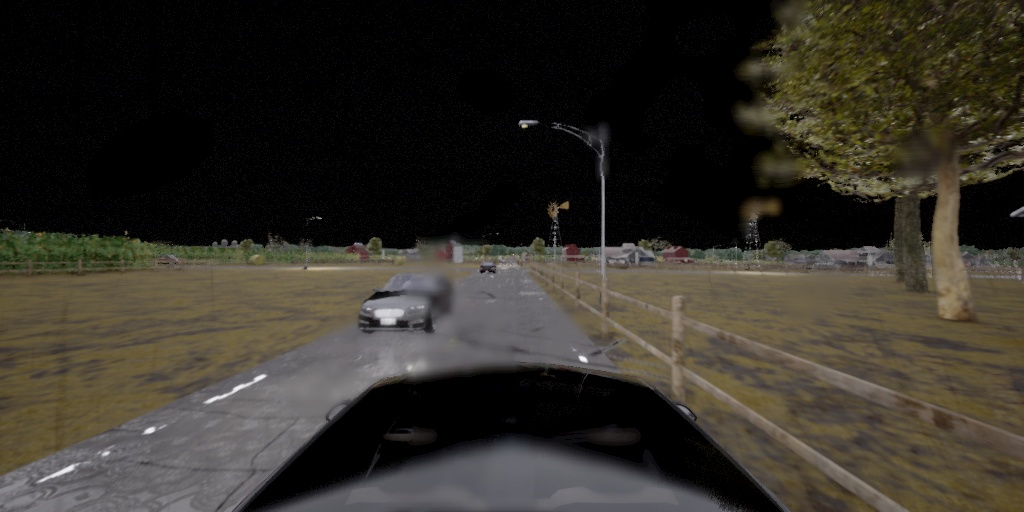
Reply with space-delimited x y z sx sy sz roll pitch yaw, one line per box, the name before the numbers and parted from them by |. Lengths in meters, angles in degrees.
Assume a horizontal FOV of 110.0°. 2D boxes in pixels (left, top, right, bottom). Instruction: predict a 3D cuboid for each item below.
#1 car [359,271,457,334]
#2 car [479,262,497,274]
car | -2.842 1.237 10.693 2.128 1.511 4.902 0 0 0
car | -2.776 1.381 42.693 2.033 1.411 5.357 0 0 1
